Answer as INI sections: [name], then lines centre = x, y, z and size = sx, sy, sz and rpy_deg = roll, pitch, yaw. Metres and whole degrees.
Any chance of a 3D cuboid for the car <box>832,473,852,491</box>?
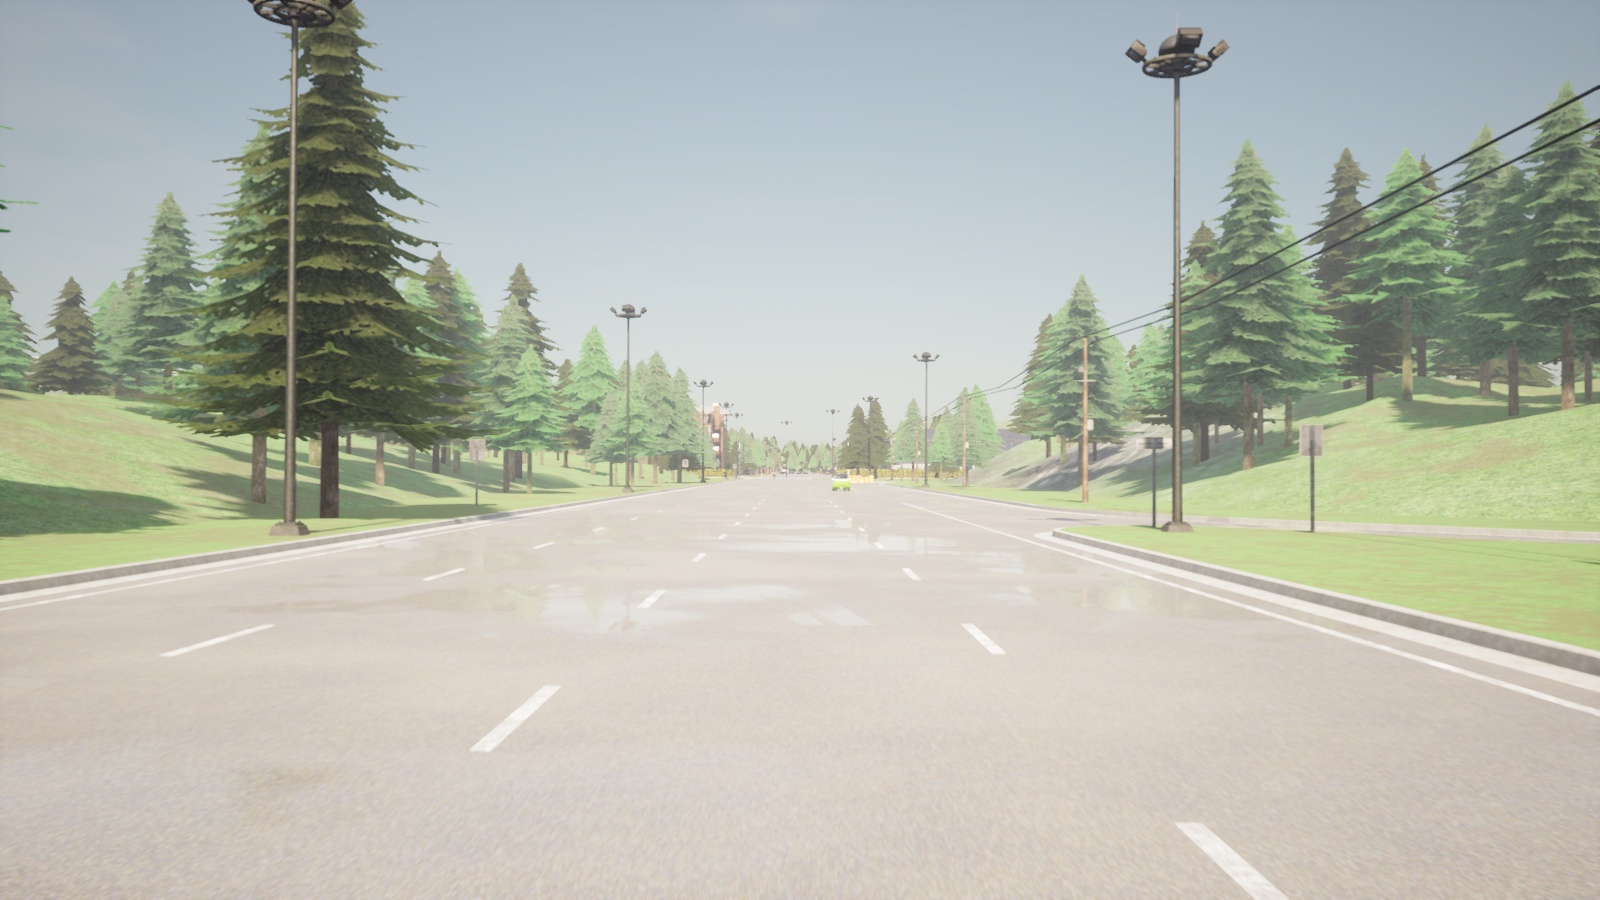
[car]
centre = 3.261, 2.506, 98.543
size = 1.481, 1.376, 2.207
rpy_deg = 0, -1, 0
